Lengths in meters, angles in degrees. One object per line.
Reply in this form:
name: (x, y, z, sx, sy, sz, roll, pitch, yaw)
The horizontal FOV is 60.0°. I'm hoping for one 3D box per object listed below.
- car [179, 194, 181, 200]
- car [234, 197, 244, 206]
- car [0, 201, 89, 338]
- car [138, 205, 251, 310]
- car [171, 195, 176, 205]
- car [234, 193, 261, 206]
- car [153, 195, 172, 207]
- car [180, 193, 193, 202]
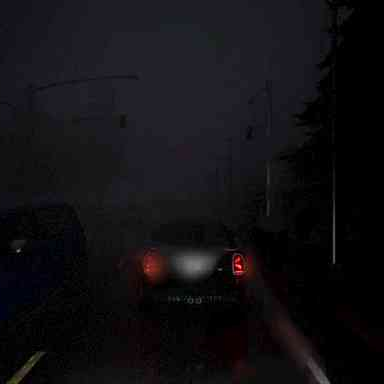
car: (-2.137, 1.158, 83.504, 2.097, 1.767, 4.553, 0, 0, -13)
car: (8.902, 1.144, 48.722, 4.605, 1.855, 1.932, 0, 0, -1)
car: (-3.501, 1.221, 5.492, 2.150, 2.045, 5.566, 0, 0, 1)
car: (0.070, 1.352, 8.006, 2.097, 1.767, 4.553, 0, 0, 1)
car: (-4.059, 1.475, 52.754, 1.837, 1.490, 4.892, 0, 0, 0)
car: (8.490, 1.146, 51.233, 3.866, 1.878, 1.905, 0, 0, -1)
car: (-3.998, 1.496, 43.580, 1.812, 1.442, 4.674, 0, 0, 0)
car: (-0.860, 1.555, 73.369, 1.895, 1.301, 4.718, 0, 0, -7)
